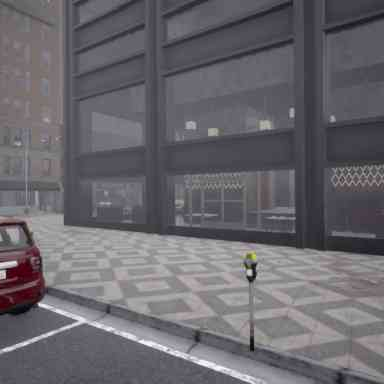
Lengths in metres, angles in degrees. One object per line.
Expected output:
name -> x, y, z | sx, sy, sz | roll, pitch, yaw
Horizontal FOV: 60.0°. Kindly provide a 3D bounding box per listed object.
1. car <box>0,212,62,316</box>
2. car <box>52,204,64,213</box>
car -> -4.811, 1.317, 6.282 | 5.009, 1.841, 2.192 | 0, -1, 35
car -> -13.487, 1.738, 37.924 | 1.837, 1.490, 4.892 | -1, -1, 36
